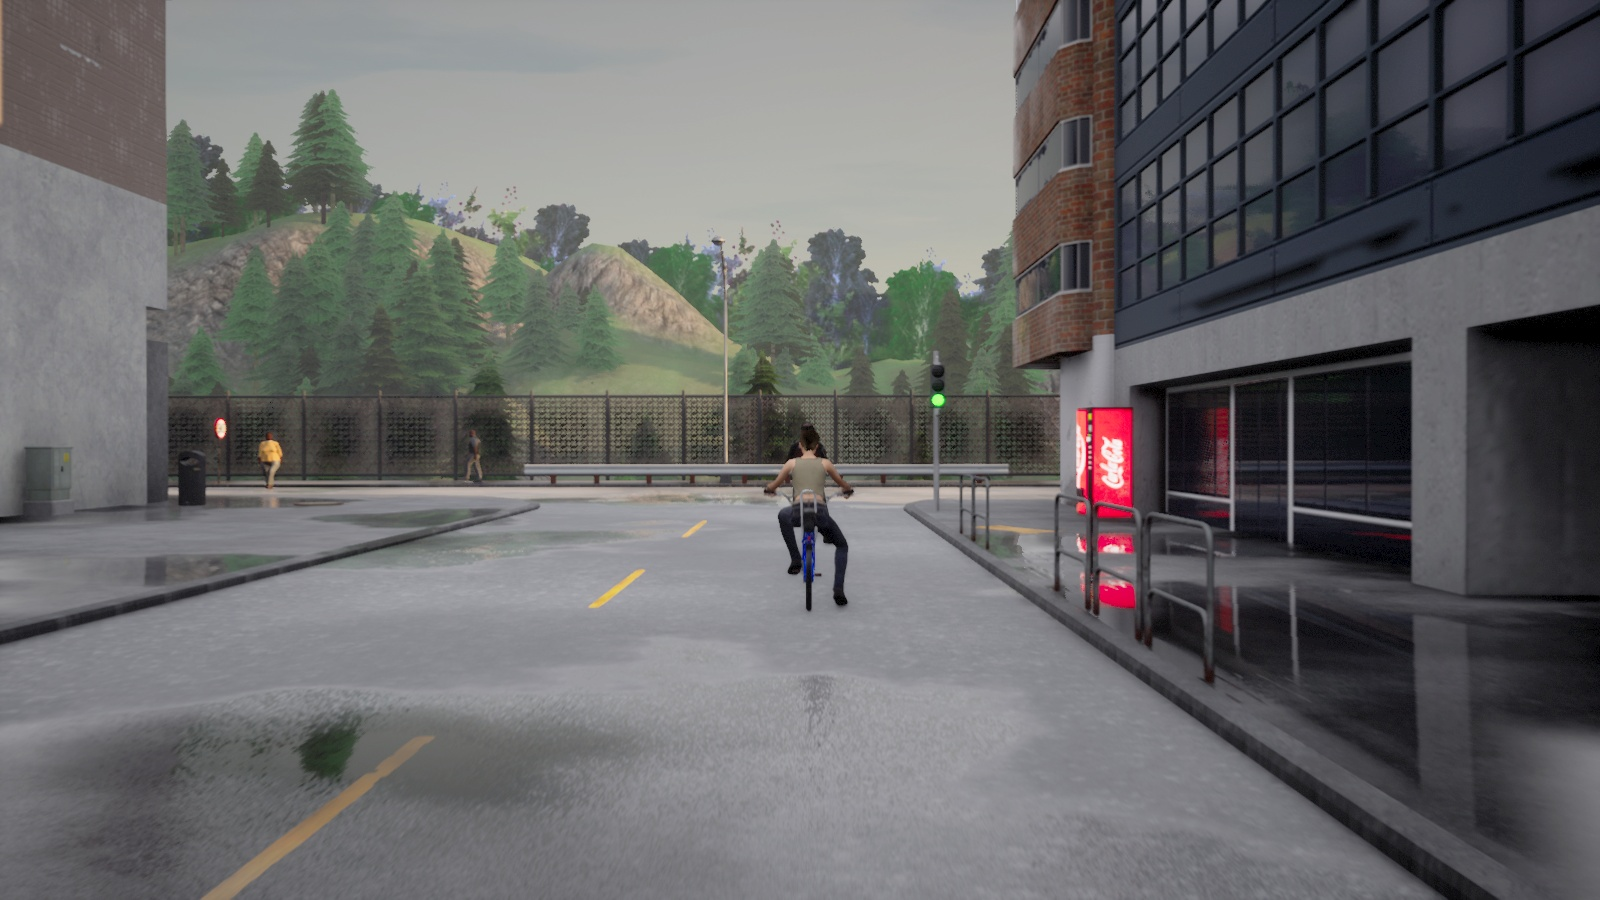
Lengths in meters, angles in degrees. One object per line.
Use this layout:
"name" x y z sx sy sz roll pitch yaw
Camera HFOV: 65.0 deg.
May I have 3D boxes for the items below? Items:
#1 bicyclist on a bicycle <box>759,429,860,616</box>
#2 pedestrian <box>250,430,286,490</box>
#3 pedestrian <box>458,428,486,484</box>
"bicyclist on a bicycle" 0.081 0.613 11.538 0.866 1.612 1.509 0 1 0
"pedestrian" -16.576 0.298 39.152 0.874 1.855 0.900 0 0 -10
"pedestrian" -11.087 0.191 42.473 0.849 1.883 0.563 0 0 -4
